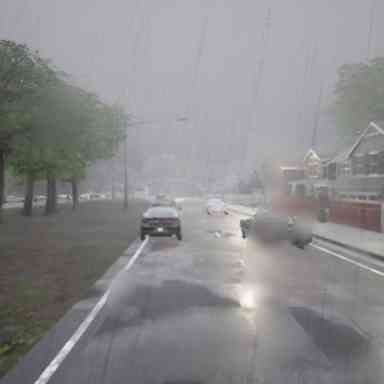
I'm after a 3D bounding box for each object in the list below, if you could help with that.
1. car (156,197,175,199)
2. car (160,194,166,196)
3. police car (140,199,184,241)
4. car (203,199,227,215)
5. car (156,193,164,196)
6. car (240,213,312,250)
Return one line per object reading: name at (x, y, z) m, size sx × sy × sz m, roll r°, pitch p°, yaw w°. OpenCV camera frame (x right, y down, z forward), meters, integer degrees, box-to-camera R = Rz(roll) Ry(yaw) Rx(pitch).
car at (-2.045, 1.401, 26.540) m, size 1.837 × 1.490 × 4.892 m, roll 0°, pitch 0°, yaw -4°
car at (-3.527, 1.344, 50.827) m, size 1.895 × 1.301 × 4.718 m, roll 0°, pitch 0°, yaw -8°
police car at (-1.452, 1.371, 16.649) m, size 1.930 × 1.638 × 5.238 m, roll 0°, pitch 0°, yaw -3°
car at (2.171, 1.381, 31.620) m, size 1.812 × 1.442 × 4.674 m, roll 0°, pitch 0°, yaw -5°
car at (-6.451, 0.960, 68.987) m, size 1.882 × 1.535 × 5.008 m, roll 0°, pitch 0°, yaw -11°
car at (3.277, 1.550, 14.042) m, size 1.895 × 1.301 × 4.718 m, roll 0°, pitch 0°, yaw -2°
